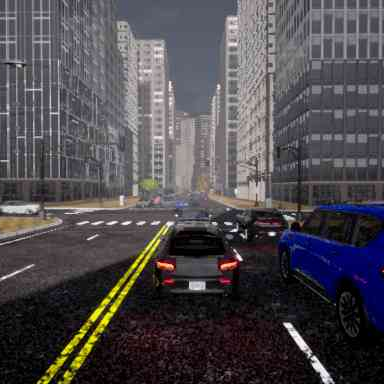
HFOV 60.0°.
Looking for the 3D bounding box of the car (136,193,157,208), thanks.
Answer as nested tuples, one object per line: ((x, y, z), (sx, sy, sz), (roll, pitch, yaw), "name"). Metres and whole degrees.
((-6.673, 1.318, 47.853), (2.097, 1.767, 4.553), (0, 0, 1), "car")

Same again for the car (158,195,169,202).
((-6.574, 1.471, 76.500), (2.033, 1.411, 5.357), (0, 0, 0), "car")

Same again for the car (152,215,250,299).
((0.091, 1.522, 8.290), (1.812, 1.442, 4.674), (0, 0, 0), "car")

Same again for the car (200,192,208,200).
((3.164, 0.968, 89.640), (2.150, 2.045, 5.566), (0, 0, 0), "car")

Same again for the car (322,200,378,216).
((16.193, 1.616, 34.201), (4.892, 1.490, 1.837), (0, 1, 0), "car")

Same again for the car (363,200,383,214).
((21.774, 1.643, 36.707), (4.829, 1.417, 1.752), (1, 0, 1), "car")

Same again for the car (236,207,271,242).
((3.335, 1.496, 16.294), (1.837, 1.490, 4.892), (0, 0, 0), "car")

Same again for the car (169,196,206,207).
((-0.458, 1.468, 39.582), (2.033, 1.411, 5.357), (1, -1, 19), "car")

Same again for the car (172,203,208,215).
((0.085, 1.538, 17.564), (2.033, 1.411, 5.357), (0, 0, 0), "car")

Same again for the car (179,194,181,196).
((-3.390, 1.503, 57.374), (2.033, 1.411, 5.357), (0, 0, 0), "car")

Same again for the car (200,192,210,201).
((3.174, 1.443, 79.610), (1.812, 1.442, 4.674), (0, 0, 0), "car")

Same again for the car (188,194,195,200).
((-0.087, 1.386, 90.576), (1.882, 1.535, 5.008), (0, 0, 0), "car")

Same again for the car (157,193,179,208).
((-3.391, 1.318, 47.902), (2.097, 1.767, 4.553), (0, 0, 0), "car")

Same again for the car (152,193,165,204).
((-6.594, 1.166, 66.020), (2.150, 2.045, 5.566), (0, 0, 1), "car")

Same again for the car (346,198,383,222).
((16.174, 1.520, 28.416), (5.009, 1.841, 2.192), (1, 0, 1), "car")

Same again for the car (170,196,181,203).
((-3.333, 1.507, 67.341), (1.994, 1.385, 4.181), (0, 0, 1), "car")

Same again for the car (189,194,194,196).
((0.032, 1.504, 69.348), (1.994, 1.385, 4.181), (0, 0, 0), "car")

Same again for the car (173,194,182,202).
((-3.325, 1.285, 77.398), (2.097, 1.767, 4.553), (0, 0, 0), "car")

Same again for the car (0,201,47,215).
((-16.268, 1.476, 31.344), (4.718, 1.301, 1.895), (1, 1, 5), "car")

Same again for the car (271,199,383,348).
((3.347, 1.218, 6.434), (2.150, 2.045, 5.566), (0, 0, 0), "car")
